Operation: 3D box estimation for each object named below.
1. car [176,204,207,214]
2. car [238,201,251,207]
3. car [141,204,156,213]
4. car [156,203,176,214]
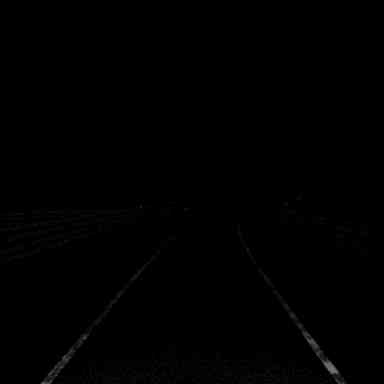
[{"bbox_3d":[0.319,2.378,46.735,2.033,1.411,5.357,0,-1,27],"label":"car"},{"bbox_3d":[14.612,3.391,90.327,1.837,1.490,4.892,0,-1,27],"label":"car"},{"bbox_3d":[-5.914,2.441,49.921,1.994,1.385,4.181,0,-1,27],"label":"car"},{"bbox_3d":[-2.803,2.380,48.319,1.812,1.442,4.674,0,-1,27],"label":"car"}]
